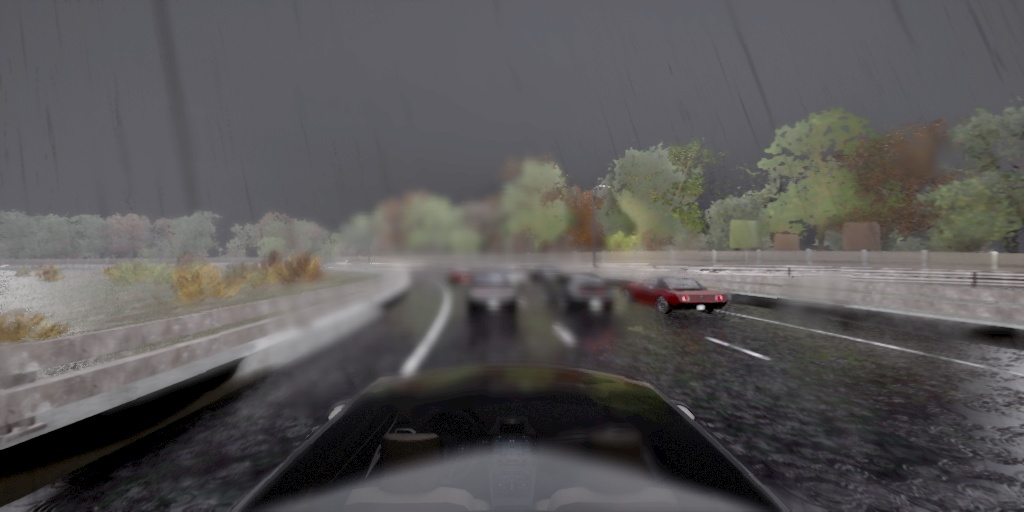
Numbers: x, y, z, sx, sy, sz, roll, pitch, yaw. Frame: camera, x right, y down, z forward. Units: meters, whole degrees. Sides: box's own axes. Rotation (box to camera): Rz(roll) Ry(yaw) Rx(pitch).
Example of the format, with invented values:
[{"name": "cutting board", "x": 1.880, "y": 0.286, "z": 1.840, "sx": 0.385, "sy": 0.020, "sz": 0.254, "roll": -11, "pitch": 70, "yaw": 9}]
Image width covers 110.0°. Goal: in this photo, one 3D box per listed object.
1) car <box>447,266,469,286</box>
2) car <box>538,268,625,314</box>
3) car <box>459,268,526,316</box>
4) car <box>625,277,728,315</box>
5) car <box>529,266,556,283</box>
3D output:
[{"name": "car", "x": -4.337, "y": 1.633, "z": 30.381, "sx": 1.882, "sy": 1.535, "sz": 5.008, "roll": 0, "pitch": 0, "yaw": -17}, {"name": "car", "x": 2.566, "y": 1.418, "z": 14.683, "sx": 1.837, "sy": 1.490, "sz": 4.892, "roll": 0, "pitch": 0, "yaw": -8}, {"name": "car", "x": -0.915, "y": 1.416, "z": 14.333, "sx": 2.128, "sy": 1.511, "sz": 4.902, "roll": 0, "pitch": -1, "yaw": -7}, {"name": "car", "x": 6.149, "y": 1.492, "z": 14.358, "sx": 1.895, "sy": 1.301, "sz": 4.718, "roll": 0, "pitch": -1, "yaw": -7}, {"name": "car", "x": 2.830, "y": 1.621, "z": 30.866, "sx": 2.128, "sy": 1.511, "sz": 4.902, "roll": 0, "pitch": -1, "yaw": -16}]
